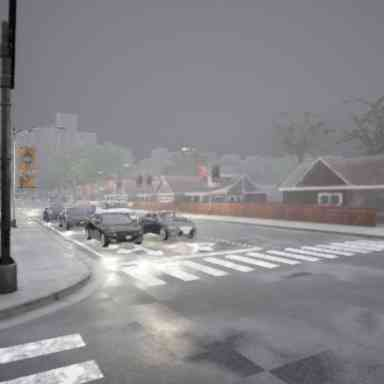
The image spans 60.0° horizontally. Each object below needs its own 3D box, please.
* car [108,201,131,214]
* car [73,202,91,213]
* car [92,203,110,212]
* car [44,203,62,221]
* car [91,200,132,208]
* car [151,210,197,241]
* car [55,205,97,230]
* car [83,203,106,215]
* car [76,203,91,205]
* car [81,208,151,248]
[{"bbox_3d":[-10.554,2.237,48.149,2.097,1.767,4.553,0,-1,-30],"label":"car"},{"bbox_3d":[-18.380,2.531,55.263,1.882,1.535,5.008,0,-1,-30],"label":"car"},{"bbox_3d":[-15.560,2.626,56.878,1.994,1.385,4.181,0,-1,-30],"label":"car"},{"bbox_3d":[-14.092,2.033,34.545,2.097,1.767,4.553,0,-1,-29],"label":"car"},{"bbox_3d":[-6.407,1.734,27.643,2.150,2.045,5.566,0,-1,-30],"label":"car"},{"bbox_3d":[-1.489,1.825,19.070,2.128,1.511,4.902,0,-1,-30],"label":"car"},{"bbox_3d":[-9.018,2.002,25.671,1.837,1.490,4.892,0,-1,-30],"label":"car"},{"bbox_3d":[-14.070,2.394,47.826,2.128,1.511,4.902,0,-1,-29],"label":"car"},{"bbox_3d":[-12.392,2.207,38.117,1.882,1.535,5.008,0,-1,-30],"label":"car"},{"bbox_3d":[-4.057,1.793,17.010,1.882,1.535,5.008,0,-1,-30],"label":"car"}]
